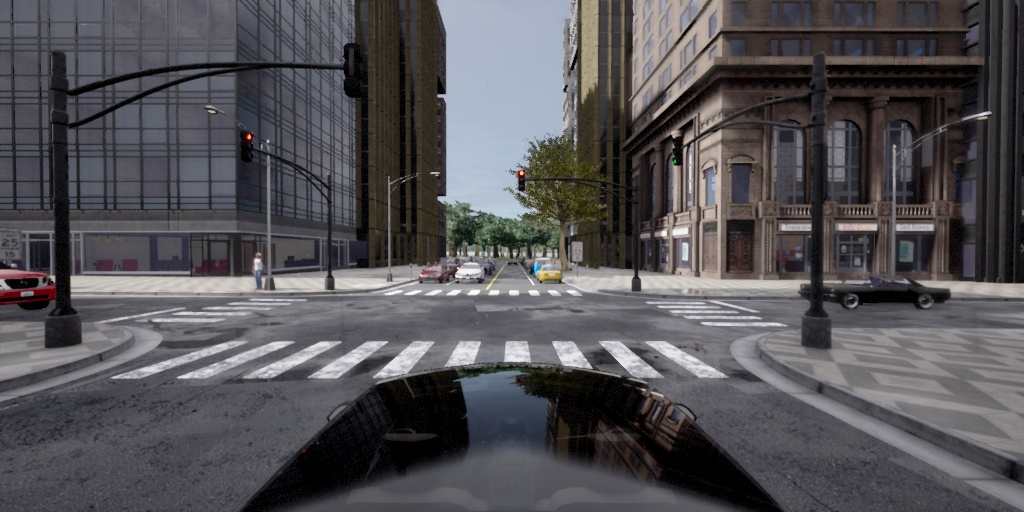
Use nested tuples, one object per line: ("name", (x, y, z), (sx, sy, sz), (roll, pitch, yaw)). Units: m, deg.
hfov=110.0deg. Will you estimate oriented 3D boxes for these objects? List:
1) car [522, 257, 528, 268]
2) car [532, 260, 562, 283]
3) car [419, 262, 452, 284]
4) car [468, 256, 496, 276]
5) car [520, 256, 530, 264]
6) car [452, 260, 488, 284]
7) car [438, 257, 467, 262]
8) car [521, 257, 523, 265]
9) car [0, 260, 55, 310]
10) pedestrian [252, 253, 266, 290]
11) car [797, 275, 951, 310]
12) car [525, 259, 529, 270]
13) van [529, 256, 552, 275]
("car", (2.770, 1.200, 49.834), (1.751, 1.417, 4.829), (0, 0, 0))
("car", (2.766, 1.250, 27.115), (1.751, 1.417, 4.829), (0, 0, 0))
("car", (-5.759, 1.306, 26.937), (1.802, 1.307, 4.207), (0, 0, 0))
("car", (-3.092, 1.057, 37.221), (2.097, 1.767, 4.553), (0, 0, 0))
("car", (2.771, 1.192, 61.022), (2.007, 1.370, 4.403), (0, 0, 0))
("car", (-3.093, 1.250, 27.180), (1.812, 1.442, 4.674), (0, 0, 0))
("car", (-5.758, 1.029, 32.618), (2.192, 1.841, 5.009), (0, 0, 0))
("car", (2.770, 1.203, 55.343), (1.888, 1.381, 4.507), (0, 0, 0))
("car", (-18.363, 0.840, 11.518), (5.566, 2.045, 2.150), (1, 1, 0))
("pedestrian", (-12.520, 0.738, 17.766), (0.375, 1.860, 0.375), (0, 0, 0))
("car", (14.712, 1.441, 14.787), (4.718, 1.301, 1.895), (0, 1, 0))
("car", (2.768, 1.269, 38.305), (1.948, 1.339, 4.313), (0, 0, 0))
("van", (2.767, 1.055, 32.625), (1.690, 1.789, 3.998), (0, 0, 0))
